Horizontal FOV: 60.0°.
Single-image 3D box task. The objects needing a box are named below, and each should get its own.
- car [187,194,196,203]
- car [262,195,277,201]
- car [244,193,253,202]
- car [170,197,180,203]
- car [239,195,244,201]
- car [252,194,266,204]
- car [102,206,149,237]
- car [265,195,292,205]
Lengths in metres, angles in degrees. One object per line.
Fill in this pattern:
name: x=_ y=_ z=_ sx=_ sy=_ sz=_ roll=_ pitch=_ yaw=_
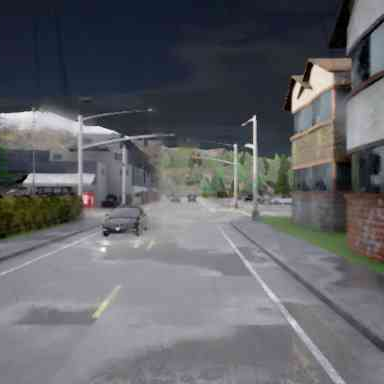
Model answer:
car: x=-0.010 y=1.716 z=77.588 sx=2.033 sy=1.411 sz=5.357 roll=0 pitch=0 yaw=0
car: x=21.295 y=1.616 z=91.772 sx=3.806 sy=1.475 sz=1.970 roll=0 pitch=0 yaw=0
car: x=14.154 y=1.265 z=73.262 sx=3.866 sy=1.878 sz=1.905 roll=0 pitch=0 yaw=0
car: x=-3.509 y=1.719 z=71.479 sx=1.994 sy=1.385 sz=4.181 roll=0 pitch=0 yaw=0
car: x=13.741 y=1.292 z=76.167 sx=4.605 sy=1.855 sz=1.932 roll=0 pitch=0 yaw=0
car: x=14.157 y=1.312 z=60.467 sx=5.027 sy=1.636 sz=2.152 roll=0 pitch=0 yaw=0
car: x=-3.546 y=1.549 z=18.389 sx=1.837 sy=1.490 sz=4.892 roll=0 pitch=-1 yaw=0
car: x=14.482 y=1.376 z=54.050 sx=3.806 sy=1.475 sz=1.970 roll=0 pitch=0 yaw=0
